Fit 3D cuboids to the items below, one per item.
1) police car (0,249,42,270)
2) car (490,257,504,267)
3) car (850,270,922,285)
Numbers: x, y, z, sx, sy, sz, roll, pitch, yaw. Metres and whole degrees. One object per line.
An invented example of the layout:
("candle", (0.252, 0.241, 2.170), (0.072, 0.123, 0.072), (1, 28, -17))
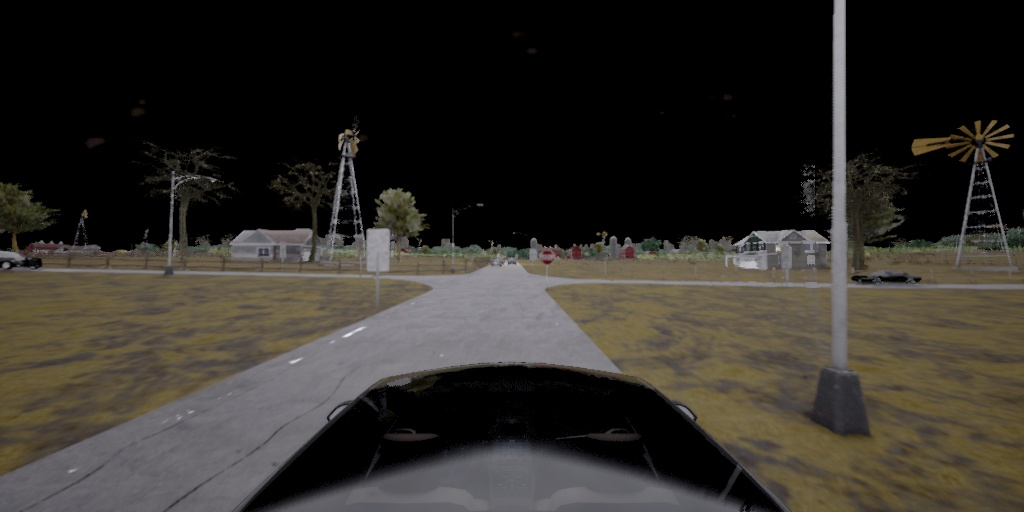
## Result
("police car", (-41.735, 0.272, 29.460), (5.238, 1.638, 1.930), (1, -1, 0))
("car", (-2.775, 1.179, 63.542), (2.128, 1.511, 4.902), (0, 0, 0))
("car", (33.290, 1.931, 32.046), (4.718, 1.301, 1.895), (0, -1, 0))
